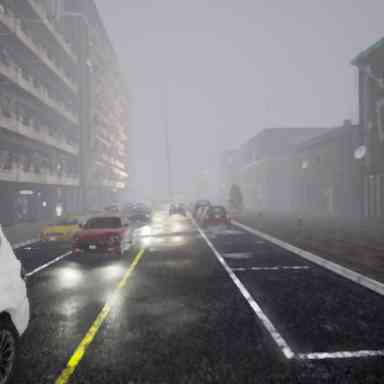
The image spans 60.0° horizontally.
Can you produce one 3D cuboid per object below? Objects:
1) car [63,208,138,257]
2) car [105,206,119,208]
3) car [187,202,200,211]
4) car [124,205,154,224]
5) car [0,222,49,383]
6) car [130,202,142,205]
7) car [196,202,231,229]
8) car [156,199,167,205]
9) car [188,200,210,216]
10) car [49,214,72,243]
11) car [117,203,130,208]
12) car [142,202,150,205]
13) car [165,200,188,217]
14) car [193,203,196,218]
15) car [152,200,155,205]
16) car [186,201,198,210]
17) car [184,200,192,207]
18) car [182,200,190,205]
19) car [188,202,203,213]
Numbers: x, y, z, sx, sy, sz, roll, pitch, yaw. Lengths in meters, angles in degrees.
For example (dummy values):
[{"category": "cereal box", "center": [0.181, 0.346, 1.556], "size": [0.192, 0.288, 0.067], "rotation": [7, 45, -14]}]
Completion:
[{"category": "car", "center": [-3.729, 1.736, 14.573], "size": [1.882, 1.535, 5.008], "rotation": [-1, 0, -3]}, {"category": "car", "center": [-6.799, 1.984, 23.684], "size": [2.008, 1.369, 4.403], "rotation": [-2, -1, -3]}, {"category": "car", "center": [0.205, 2.252, 52.419], "size": [1.802, 1.307, 4.206], "rotation": [-2, -1, -3]}, {"category": "car", "center": [-4.411, 2.056, 28.944], "size": [1.895, 1.301, 4.718], "rotation": [-1, -1, -3]}, {"category": "car", "center": [-3.132, 1.311, 2.169], "size": [2.150, 2.045, 5.566], "rotation": [-1, -1, -3]}, {"category": "car", "center": [-7.620, 2.108, 40.696], "size": [1.967, 1.590, 4.097], "rotation": [-2, -1, -3]}, {"category": "car", "center": [1.610, 1.717, 24.073], "size": [1.967, 1.590, 4.097], "rotation": [-2, -1, -3]}, {"category": "car", "center": [-6.734, 2.343, 77.831], "size": [1.882, 1.535, 5.008], "rotation": [-1, -1, -3]}, {"category": "car", "center": [1.029, 1.749, 35.412], "size": [2.192, 1.841, 5.009], "rotation": [-2, -1, -3]}, {"category": "car", "center": [-6.567, 1.879, 17.842], "size": [1.752, 1.417, 4.829], "rotation": [-2, -1, -3]}, {"category": "car", "center": [-7.044, 1.951, 29.357], "size": [1.967, 1.590, 4.097], "rotation": [-2, -1, -3]}, {"category": "car", "center": [-8.166, 2.392, 52.035], "size": [1.947, 1.339, 4.313], "rotation": [-2, -1, -3]}, {"category": "car", "center": [-1.673, 2.011, 37.968], "size": [2.128, 1.511, 4.902], "rotation": [-1, -1, -3]}, {"category": "car", "center": [1.315, 1.938, 29.738], "size": [1.802, 1.307, 4.206], "rotation": [-2, -1, -3]}, {"category": "car", "center": [-8.722, 2.536, 63.376], "size": [2.008, 1.369, 4.403], "rotation": [-2, -1, -3]}, {"category": "car", "center": [-0.074, 2.332, 58.089], "size": [1.802, 1.307, 4.206], "rotation": [-2, -1, -3]}, {"category": "car", "center": [-0.916, 2.517, 75.269], "size": [1.752, 1.417, 4.829], "rotation": [-2, -1, -3]}, {"category": "car", "center": [-1.463, 2.694, 86.439], "size": [1.887, 1.381, 4.507], "rotation": [-2, -1, -3]}, {"category": "car", "center": [0.472, 2.119, 46.919], "size": [1.752, 1.417, 4.829], "rotation": [-2, -1, -3]}]
